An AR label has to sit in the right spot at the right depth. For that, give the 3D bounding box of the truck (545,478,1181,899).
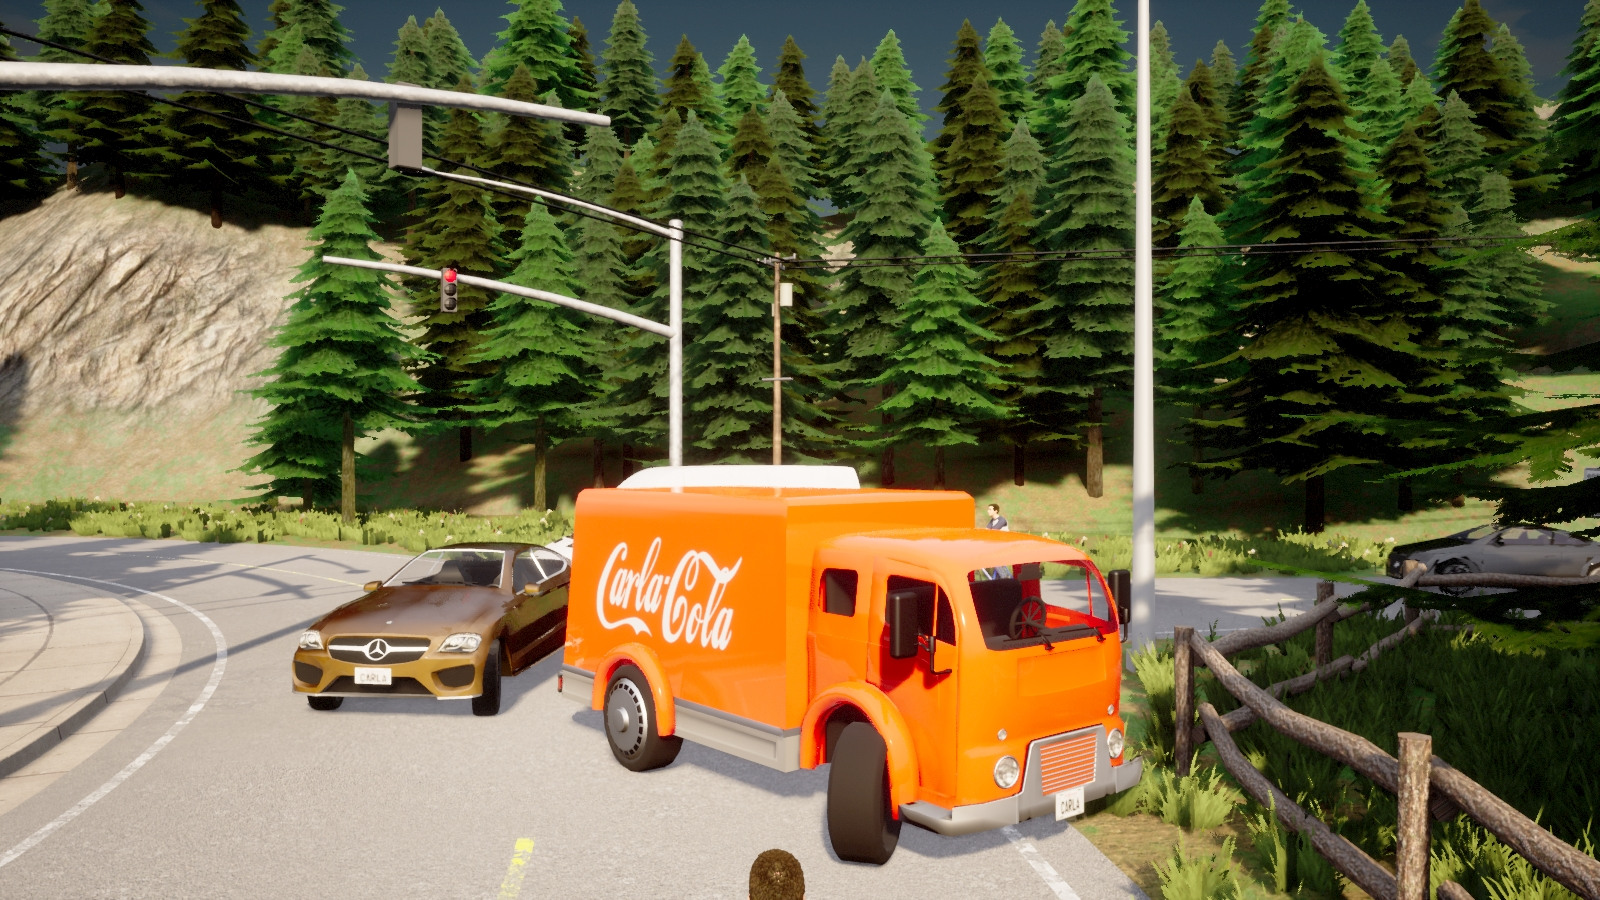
[{"bbox_3d":[0.202,1.542,9.769,2.627,2.467,5.204,0,0,-39],"label":"truck"}]

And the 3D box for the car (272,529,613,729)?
[{"bbox_3d":[-4.038,1.970,14.038,2.152,1.651,5.027,0,0,6],"label":"car"}]

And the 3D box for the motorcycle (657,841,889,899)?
[{"bbox_3d":[-0.074,2.159,3.526,0.803,1.199,2.033,0,0,-2],"label":"motorcycle"}]

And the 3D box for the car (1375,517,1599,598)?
[{"bbox_3d":[14.097,2.119,22.899,4.181,1.385,1.994,0,0,10],"label":"car"}]

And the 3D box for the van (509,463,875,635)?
[{"bbox_3d":[-1.776,1.528,19.549,5.915,2.561,1.988,0,0,-27],"label":"van"}]
